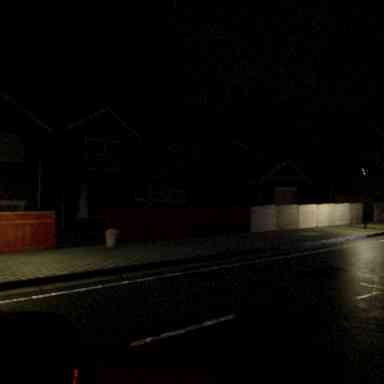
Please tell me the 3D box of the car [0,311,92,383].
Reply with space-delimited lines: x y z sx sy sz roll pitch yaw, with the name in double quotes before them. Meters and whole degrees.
"car" -2.982 1.491 1.548 4.892 1.490 1.837 1 -1 -35
